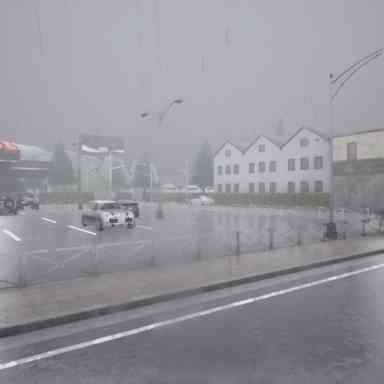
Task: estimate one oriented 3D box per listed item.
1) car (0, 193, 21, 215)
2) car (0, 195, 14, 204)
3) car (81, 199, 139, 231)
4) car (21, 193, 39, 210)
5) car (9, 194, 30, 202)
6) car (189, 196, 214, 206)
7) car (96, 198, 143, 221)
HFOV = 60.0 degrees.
[{"bbox_3d":[-17.248,1.111,30.320,1.932,1.855,4.605,0,0,-36],"label":"car"},{"bbox_3d":[-38.452,1.492,66.625,4.611,1.667,2.242,0,0,-36],"label":"car"},{"bbox_3d":[-4.667,1.244,18.340,1.970,1.475,3.806,0,0,-36],"label":"car"},{"bbox_3d":[-19.144,1.089,38.634,1.905,1.878,3.866,0,0,-36],"label":"car"},{"bbox_3d":[-38.212,1.322,73.753,3.866,1.878,1.905,0,0,-36],"label":"car"},{"bbox_3d":[1.415,1.335,48.931,1.812,1.442,4.674,0,0,-35],"label":"car"},{"bbox_3d":[-5.782,1.308,26.205,2.007,1.523,4.514,0,0,-36],"label":"car"}]
